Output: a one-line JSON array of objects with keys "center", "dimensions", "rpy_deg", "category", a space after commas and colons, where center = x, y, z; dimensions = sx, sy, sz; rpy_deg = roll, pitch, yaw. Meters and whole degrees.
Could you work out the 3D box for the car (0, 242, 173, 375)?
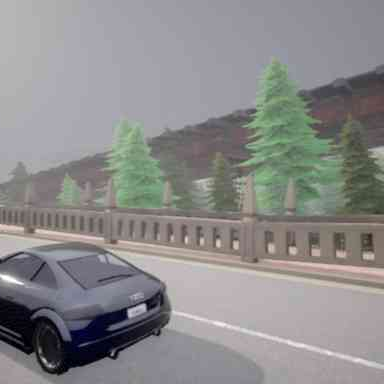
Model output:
[{"center": [-2.372, 1.583, 5.679], "dimensions": [4.181, 1.385, 1.994], "rpy_deg": [0, 0, 36], "category": "car"}]
